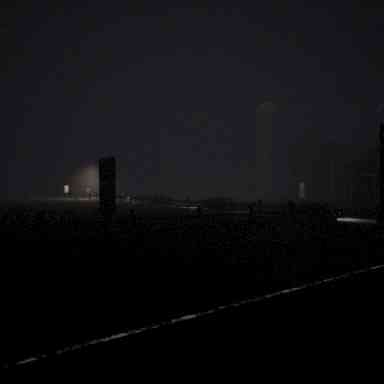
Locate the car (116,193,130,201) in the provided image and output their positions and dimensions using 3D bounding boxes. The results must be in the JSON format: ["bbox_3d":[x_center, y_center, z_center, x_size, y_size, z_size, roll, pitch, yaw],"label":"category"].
[{"bbox_3d":[-13.511,0.906,66.064,1.837,1.490,4.892,-1,1,-36],"label":"car"}]

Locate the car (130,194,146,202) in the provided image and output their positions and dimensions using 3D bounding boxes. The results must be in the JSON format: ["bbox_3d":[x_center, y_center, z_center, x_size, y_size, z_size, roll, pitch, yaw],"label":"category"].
[{"bbox_3d":[-8.653,1.084,59.333,1.895,1.301,4.718,-1,1,-36],"label":"car"}]

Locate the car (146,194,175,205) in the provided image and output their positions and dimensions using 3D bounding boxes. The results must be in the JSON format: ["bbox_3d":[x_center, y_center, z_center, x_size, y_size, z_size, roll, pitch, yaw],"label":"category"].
[{"bbox_3d":[-4.279,1.108,48.357,2.128,1.511,4.902,-1,1,-36],"label":"car"}]

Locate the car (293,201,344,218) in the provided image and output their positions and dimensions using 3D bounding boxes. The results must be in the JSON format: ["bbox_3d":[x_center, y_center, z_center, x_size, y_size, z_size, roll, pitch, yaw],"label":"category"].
[{"bbox_3d":[10.510,1.418,27.976,1.994,1.385,4.181,-1,1,-38],"label":"car"}]

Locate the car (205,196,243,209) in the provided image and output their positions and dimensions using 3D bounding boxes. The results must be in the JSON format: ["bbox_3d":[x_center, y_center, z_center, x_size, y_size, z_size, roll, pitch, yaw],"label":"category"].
[{"bbox_3d":[3.558,1.223,37.437,1.882,1.535,5.008,-1,1,-36],"label":"car"}]
